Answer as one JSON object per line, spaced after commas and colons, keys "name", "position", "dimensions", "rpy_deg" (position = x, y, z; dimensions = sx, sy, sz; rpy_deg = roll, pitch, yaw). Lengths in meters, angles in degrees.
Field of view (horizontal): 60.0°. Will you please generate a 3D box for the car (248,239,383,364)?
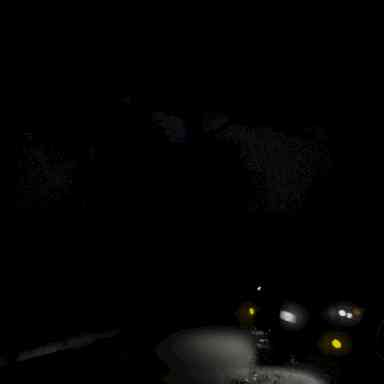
{"name": "car", "position": [2.959, 1.588, 5.906], "dimensions": [4.181, 1.385, 1.994], "rpy_deg": [0, 0, -37]}
